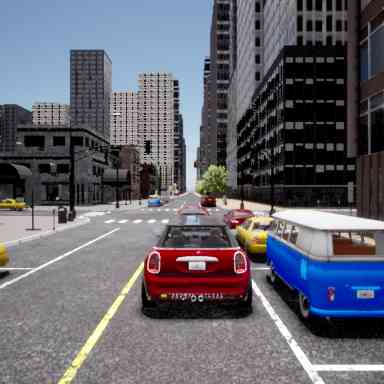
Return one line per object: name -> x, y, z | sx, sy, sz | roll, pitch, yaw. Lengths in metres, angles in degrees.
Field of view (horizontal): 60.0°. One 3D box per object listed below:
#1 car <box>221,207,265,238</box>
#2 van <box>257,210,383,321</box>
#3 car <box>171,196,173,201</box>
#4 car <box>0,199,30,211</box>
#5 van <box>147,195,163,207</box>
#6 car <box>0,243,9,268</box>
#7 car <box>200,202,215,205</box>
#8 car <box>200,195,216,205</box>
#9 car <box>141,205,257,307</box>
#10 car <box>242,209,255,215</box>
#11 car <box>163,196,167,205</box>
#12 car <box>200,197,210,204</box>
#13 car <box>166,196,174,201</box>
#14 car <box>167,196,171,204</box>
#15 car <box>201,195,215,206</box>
car -> 2.663, 1.587, 18.315 | 1.802, 1.307, 4.206 | 0, 0, 0
van -> 2.678, 1.341, 6.988 | 1.690, 1.788, 3.998 | 0, 0, 0
car -> -5.789, 1.654, 72.785 | 2.008, 1.369, 4.403 | 0, 0, 0
car -> -21.460, 1.469, 38.500 | 4.829, 1.417, 1.752 | 0, 0, 0
van -> -5.760, 1.395, 50.690 | 1.690, 1.788, 3.998 | 0, 0, 0
car -> -5.701, 1.525, 6.807 | 1.752, 1.417, 4.829 | 0, 0, 0
car -> 0.077, 1.482, 17.334 | 1.882, 1.535, 5.008 | 0, 0, 0
car -> 2.619, 1.369, 50.703 | 2.192, 1.841, 5.009 | 0, 0, 0
car -> 0.088, 1.352, 8.127 | 2.097, 1.767, 4.553 | 0, 0, 0
car -> 2.670, 1.527, 12.822 | 1.752, 1.417, 4.829 | 0, 0, 0
car -> -5.767, 1.505, 56.213 | 1.967, 1.590, 4.097 | 0, 0, 0
car -> 2.599, 1.655, 67.275 | 1.947, 1.339, 4.313 | 0, 0, 0
car -> -5.811, 1.673, 89.187 | 1.752, 1.417, 4.829 | 0, 0, 0
car -> -5.782, 1.529, 67.262 | 1.967, 1.590, 4.097 | 0, 0, 0
car -> 2.612, 1.380, 56.227 | 2.192, 1.841, 5.009 | 0, 0, 0
